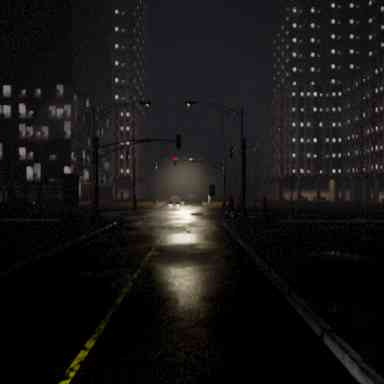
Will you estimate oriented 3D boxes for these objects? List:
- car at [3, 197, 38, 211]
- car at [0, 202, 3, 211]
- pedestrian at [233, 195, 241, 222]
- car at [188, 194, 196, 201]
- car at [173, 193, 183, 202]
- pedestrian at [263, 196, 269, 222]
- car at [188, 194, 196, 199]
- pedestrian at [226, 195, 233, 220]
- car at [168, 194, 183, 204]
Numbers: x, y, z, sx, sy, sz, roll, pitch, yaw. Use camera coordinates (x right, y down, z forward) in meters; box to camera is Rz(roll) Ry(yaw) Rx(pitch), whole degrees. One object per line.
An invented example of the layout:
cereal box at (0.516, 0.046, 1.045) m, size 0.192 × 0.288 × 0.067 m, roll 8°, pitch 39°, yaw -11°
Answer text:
car at (-19.212, 1.279, 36.367) m, size 4.097 × 1.590 × 1.967 m, roll 0°, pitch 0°, yaw -1°
car at (-18.900, 1.353, 27.731) m, size 4.829 × 1.417 × 1.752 m, roll 0°, pitch 0°, yaw -1°
pedestrian at (3.117, 1.091, 22.096) m, size 0.375 × 1.860 × 0.375 m, roll 0°, pitch 0°, yaw 0°
car at (-0.013, 1.400, 79.023) m, size 1.895 × 1.301 × 4.718 m, roll 0°, pitch 0°, yaw 0°
car at (-3.014, 1.182, 73.135) m, size 2.097 × 1.767 × 4.553 m, roll 0°, pitch 0°, yaw 0°
pedestrian at (5.034, 1.150, 22.697) m, size 0.375 × 1.860 × 0.375 m, roll 0°, pitch 0°, yaw 0°
car at (-0.016, 1.158, 88.997) m, size 2.033 × 1.411 × 5.357 m, roll 0°, pitch 0°, yaw 0°
pedestrian at (2.772, 1.086, 23.296) m, size 0.375 × 1.860 × 0.375 m, roll 0°, pitch 0°, yaw 0°
car at (-3.075, 1.429, 58.030) m, size 1.994 × 1.385 × 4.181 m, roll 0°, pitch 0°, yaw 1°
